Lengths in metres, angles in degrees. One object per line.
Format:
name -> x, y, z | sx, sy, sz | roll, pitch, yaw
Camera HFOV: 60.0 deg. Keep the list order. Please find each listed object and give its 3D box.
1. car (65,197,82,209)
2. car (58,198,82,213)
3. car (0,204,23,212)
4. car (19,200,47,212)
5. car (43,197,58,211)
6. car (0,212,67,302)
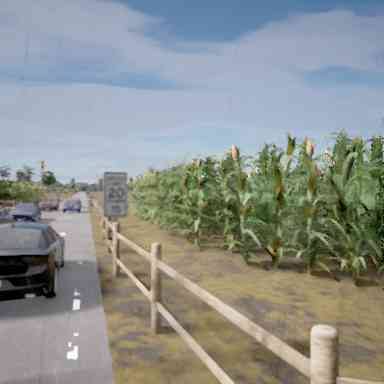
car -> -16.737, 1.566, 47.342 | 2.128, 1.511, 4.902 | 0, 0, -18
car -> -13.689, 1.603, 37.958 | 2.033, 1.411, 5.357 | 0, 0, -17
car -> -9.420, 1.499, 15.036 | 2.128, 1.511, 4.902 | 0, 0, -18
car -> -12.821, 1.572, 25.706 | 2.033, 1.411, 5.357 | 0, 0, -18
car -> -17.591, 1.446, 40.970 | 2.097, 1.767, 4.553 | 0, 0, -18
car -> -4.261, 1.483, 8.239 | 1.882, 1.535, 5.008 | 0, 0, -18
